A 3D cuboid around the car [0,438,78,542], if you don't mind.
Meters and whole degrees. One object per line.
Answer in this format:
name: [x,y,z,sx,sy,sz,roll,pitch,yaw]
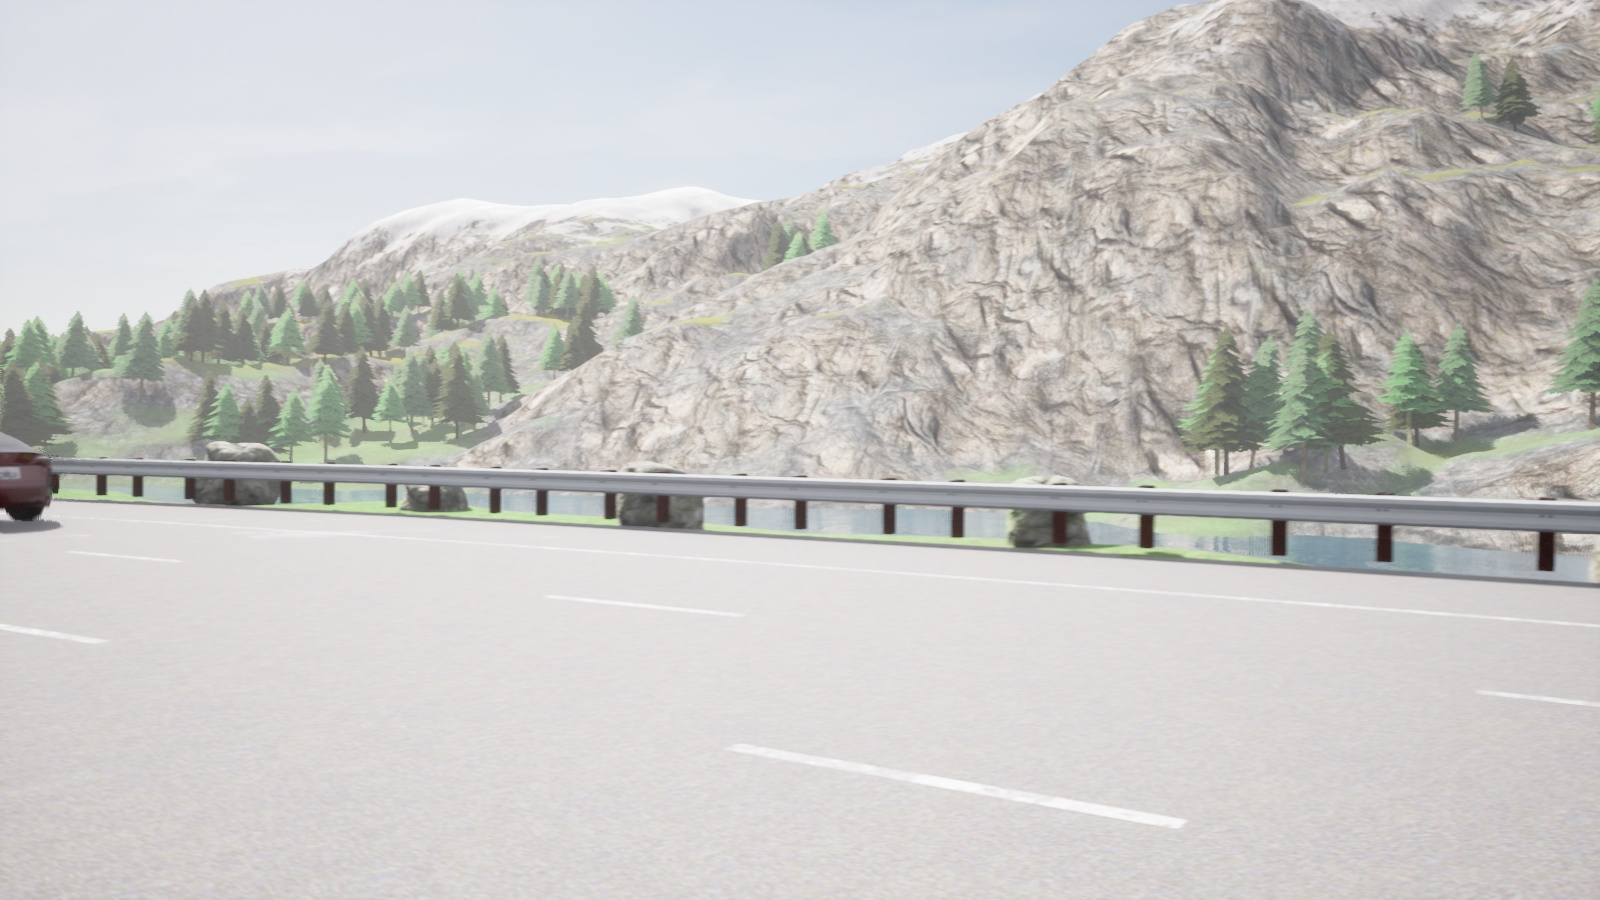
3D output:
car: [-13.702,0.588,19.309,4.792,1.488,2.163,0,1,26]
